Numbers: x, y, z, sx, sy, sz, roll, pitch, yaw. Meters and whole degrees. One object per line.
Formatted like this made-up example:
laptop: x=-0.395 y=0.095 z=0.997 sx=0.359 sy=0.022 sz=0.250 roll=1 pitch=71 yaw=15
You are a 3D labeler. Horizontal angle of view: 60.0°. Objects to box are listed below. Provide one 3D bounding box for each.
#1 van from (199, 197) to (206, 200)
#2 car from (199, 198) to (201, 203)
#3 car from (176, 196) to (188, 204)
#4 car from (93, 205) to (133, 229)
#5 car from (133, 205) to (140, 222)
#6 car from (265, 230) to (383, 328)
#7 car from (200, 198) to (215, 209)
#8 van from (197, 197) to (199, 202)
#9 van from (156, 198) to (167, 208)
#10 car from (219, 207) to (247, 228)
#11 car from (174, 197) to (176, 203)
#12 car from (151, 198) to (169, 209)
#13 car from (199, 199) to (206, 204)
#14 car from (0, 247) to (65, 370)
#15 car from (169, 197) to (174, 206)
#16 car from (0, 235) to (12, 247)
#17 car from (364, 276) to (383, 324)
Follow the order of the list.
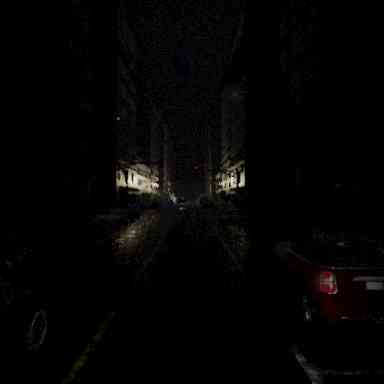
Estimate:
van: x=2.869 y=2.098 z=72.516 sx=1.690 sy=1.788 sz=3.998 roll=0 pitch=-1 yaw=0
car: x=2.868 y=2.205 z=61.512 sx=1.947 sy=1.339 sz=4.313 roll=0 pitch=-1 yaw=0
car: x=-2.983 y=2.171 z=90.232 sx=2.150 sy=2.045 sz=5.566 roll=0 pitch=-1 yaw=0
car: x=-5.665 y=1.764 z=23.546 sx=1.752 sy=1.417 sz=4.829 roll=0 pitch=-1 yaw=0
car: x=-5.663 y=1.849 z=29.240 sx=2.008 sy=1.369 sz=4.403 roll=0 pitch=-1 yaw=0
car: x=2.858 y=1.513 z=7.138 sx=1.967 sy=1.590 sz=4.097 roll=0 pitch=-1 yaw=0
car: x=2.867 y=2.125 z=56.011 sx=1.887 sy=1.381 sz=4.507 roll=0 pitch=-1 yaw=0
van: x=2.872 y=2.215 z=83.519 sx=1.690 sy=1.788 sz=3.998 roll=0 pitch=-1 yaw=0
van: x=-5.658 y=1.981 z=61.516 sx=1.690 sy=1.788 sz=3.998 roll=0 pitch=-1 yaw=0
car: x=2.861 y=1.768 z=23.884 sx=1.752 sy=1.417 sz=4.829 roll=0 pitch=-1 yaw=0
car: x=-5.654 y=2.315 z=83.519 sx=1.967 sy=1.590 sz=4.097 roll=0 pitch=-1 yaw=0
car: x=-5.659 y=1.896 z=56.016 sx=2.192 sy=1.841 sz=5.009 roll=0 pitch=-1 yaw=0
car: x=2.874 y=2.574 z=94.518 sx=1.802 sy=1.307 sz=4.206 roll=0 pitch=-1 yaw=0
car: x=-3.101 y=1.637 z=3.459 sx=1.895 sy=1.301 sz=4.718 roll=0 pitch=-1 yaw=0
car: x=-5.656 y=2.197 z=72.517 sx=1.967 sy=1.590 sz=4.097 roll=0 pitch=-1 yaw=0
car: x=-5.668 y=1.513 z=7.140 sx=1.967 sy=1.590 sz=4.097 roll=0 pitch=-1 yaw=0
car: x=2.857 y=1.599 z=1.611 sx=1.802 sy=1.307 sz=4.206 roll=0 pitch=-1 yaw=0
